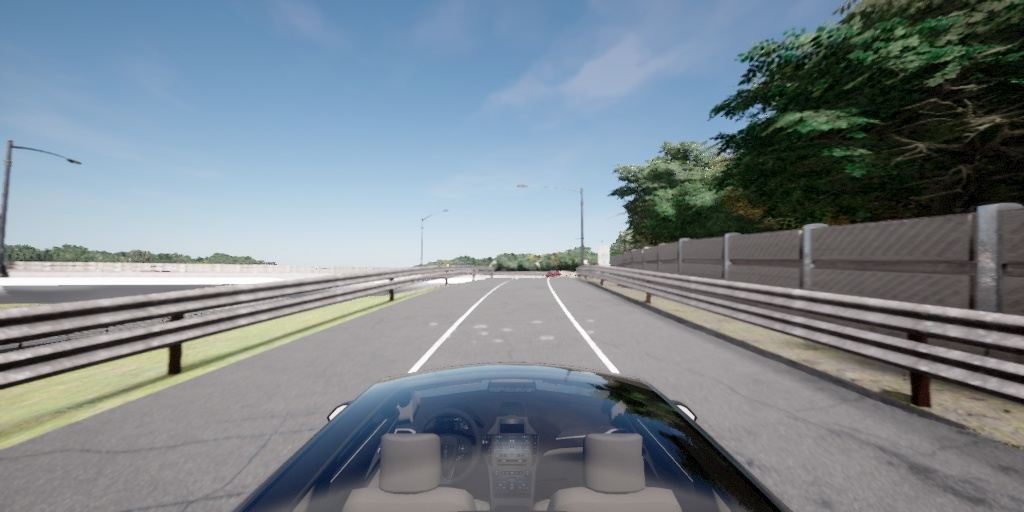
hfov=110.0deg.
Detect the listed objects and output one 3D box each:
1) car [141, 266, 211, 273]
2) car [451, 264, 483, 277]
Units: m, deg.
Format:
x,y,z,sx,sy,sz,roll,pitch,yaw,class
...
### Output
x,y,z,sx,sy,sz,roll,pitch,yaw,class
-31.819,1.411,34.214,4.718,1.301,1.895,2,-4,-30,car
-6.910,2.265,53.995,2.150,2.045,5.566,-3,-4,44,car
